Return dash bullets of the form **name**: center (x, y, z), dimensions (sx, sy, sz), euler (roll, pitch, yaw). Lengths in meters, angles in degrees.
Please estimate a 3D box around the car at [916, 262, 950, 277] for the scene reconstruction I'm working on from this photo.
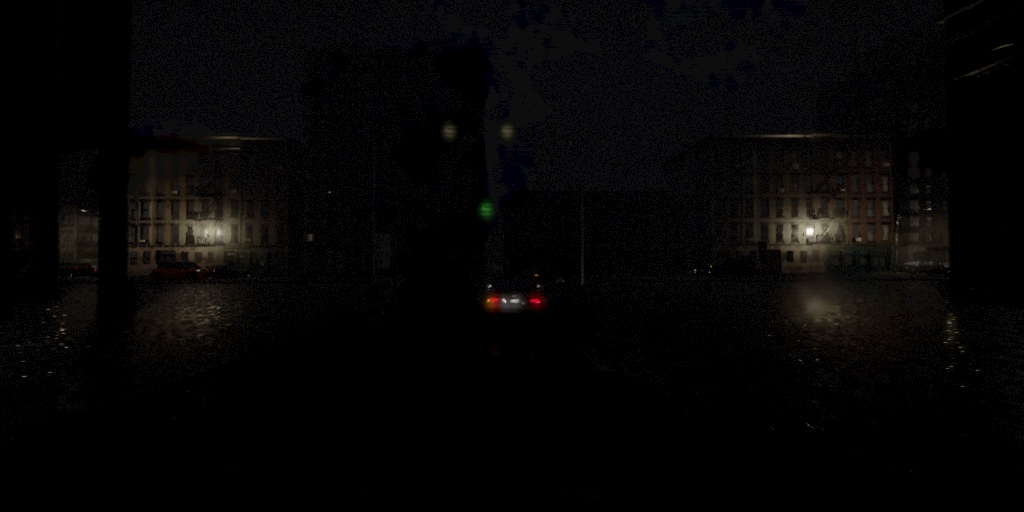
- **car**: center (46.360, 1.420, 37.645), dimensions (4.902, 1.511, 2.128), euler (0, -1, 0)

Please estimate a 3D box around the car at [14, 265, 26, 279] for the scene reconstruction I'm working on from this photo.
- **car**: center (-50.088, 1.629, 34.227), dimensions (4.181, 1.385, 1.994), euler (0, -1, 0)

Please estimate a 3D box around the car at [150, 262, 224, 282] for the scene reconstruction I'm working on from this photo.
- **car**: center (-28.159, 1.326, 30.925), dimensions (4.553, 1.767, 2.097), euler (0, -1, 0)

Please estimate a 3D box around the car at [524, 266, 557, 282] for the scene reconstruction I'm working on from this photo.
- **car**: center (1.917, 1.468, 27.527), dimensions (1.994, 1.385, 4.181), euler (0, 1, 27)

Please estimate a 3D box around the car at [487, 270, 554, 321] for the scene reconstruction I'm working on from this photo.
- **car**: center (0.099, 1.379, 12.826), dimensions (2.033, 1.411, 5.357), euler (0, 0, 0)

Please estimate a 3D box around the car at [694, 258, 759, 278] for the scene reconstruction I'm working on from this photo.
- **car**: center (22.762, 1.199, 37.699), dimensions (5.566, 2.045, 2.150), euler (0, -1, 0)

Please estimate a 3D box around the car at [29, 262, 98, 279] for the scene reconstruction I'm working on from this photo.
- **car**: center (-46.590, 1.462, 37.531), dimensions (4.553, 1.767, 2.097), euler (0, -1, 0)

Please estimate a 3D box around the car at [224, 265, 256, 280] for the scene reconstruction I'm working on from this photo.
- **car**: center (-27.659, 1.572, 34.171), dimensions (5.357, 1.411, 2.033), euler (0, -1, 0)

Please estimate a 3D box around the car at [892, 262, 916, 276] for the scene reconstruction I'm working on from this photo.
- **car**: center (46.363, 1.470, 40.894), dimensions (4.902, 1.511, 2.128), euler (0, -1, 0)

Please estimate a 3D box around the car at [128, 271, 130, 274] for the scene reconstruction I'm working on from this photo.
- **car**: center (-46.856, 1.707, 40.755), dimensions (5.357, 1.411, 2.033), euler (0, -1, 0)

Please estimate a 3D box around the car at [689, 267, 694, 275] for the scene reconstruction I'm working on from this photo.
- **car**: center (22.783, 1.533, 40.942), dimensions (4.892, 1.490, 1.837), euler (0, -1, 0)
